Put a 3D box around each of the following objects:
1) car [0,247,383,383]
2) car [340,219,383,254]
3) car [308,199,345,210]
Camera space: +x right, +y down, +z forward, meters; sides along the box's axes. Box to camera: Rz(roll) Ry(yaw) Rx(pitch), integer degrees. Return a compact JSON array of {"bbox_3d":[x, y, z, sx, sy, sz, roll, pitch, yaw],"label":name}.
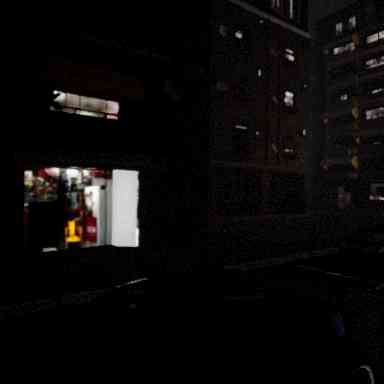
[{"bbox_3d":[-0.041,1.539,3.040,5.357,1.411,2.033,0,0,-35],"label":"car"},{"bbox_3d":[6.463,1.527,10.691,4.206,1.307,1.802,0,1,-35],"label":"car"},{"bbox_3d":[16.361,1.507,41.269,1.752,1.417,4.829,1,-1,-35],"label":"car"}]
